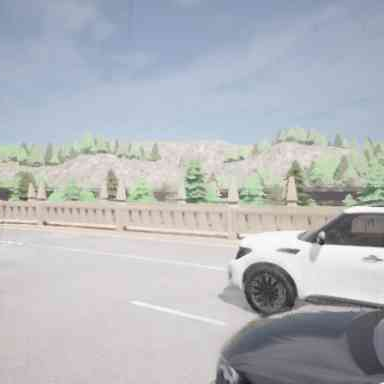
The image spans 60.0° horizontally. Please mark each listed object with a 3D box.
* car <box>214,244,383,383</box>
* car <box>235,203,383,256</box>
[{"bbox_3d":[2.417,1.477,2.095,4.902,1.511,2.128,0,0,36],"label":"car"},{"bbox_3d":[3.366,1.194,5.737,5.566,2.045,2.150,0,0,35],"label":"car"}]
